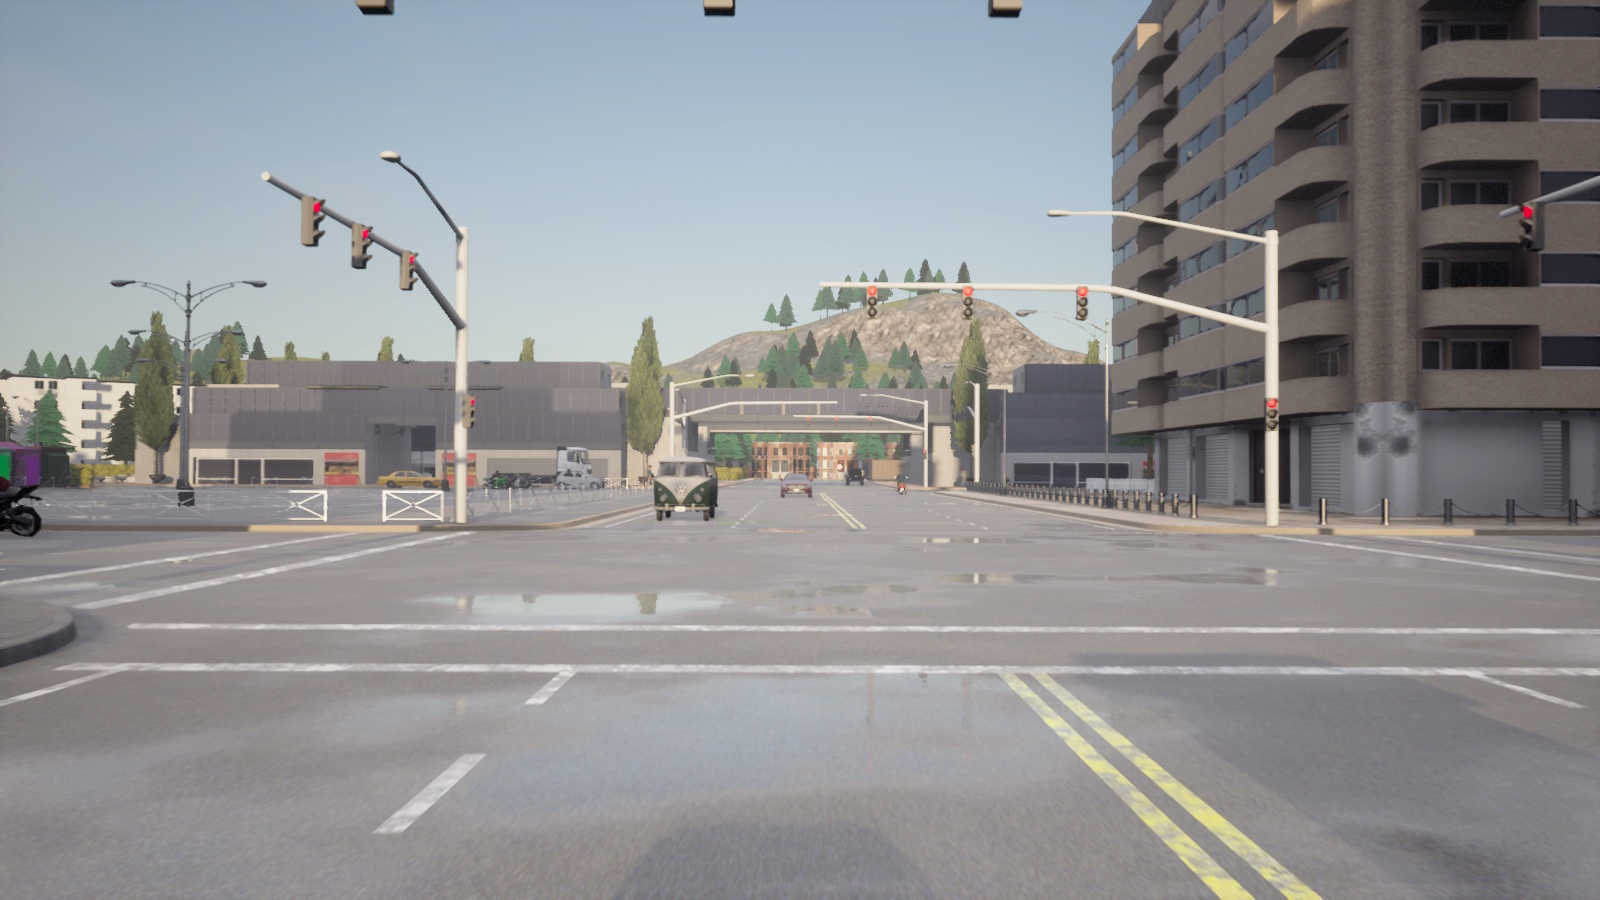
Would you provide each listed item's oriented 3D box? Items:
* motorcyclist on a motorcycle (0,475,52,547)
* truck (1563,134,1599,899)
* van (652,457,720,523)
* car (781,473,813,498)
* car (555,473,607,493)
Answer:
[{"bbox_3d":[-17.715,1.325,27.459,2.191,1.530,0.866,0,-1,0],"label":"motorcyclist on a motorcycle"},{"bbox_3d":[3.496,0.330,0.953,2.627,2.467,5.204,0,-1,0],"label":"truck"},{"bbox_3d":[-3.601,1.255,40.214,1.775,1.987,4.442,0,-1,0],"label":"van"},{"bbox_3d":[-0.184,2.084,74.253,1.812,1.442,4.674,0,-1,0],"label":"car"},{"bbox_3d":[-16.718,2.502,95.977,3.633,1.501,1.845,0,-1,1],"label":"car"}]
